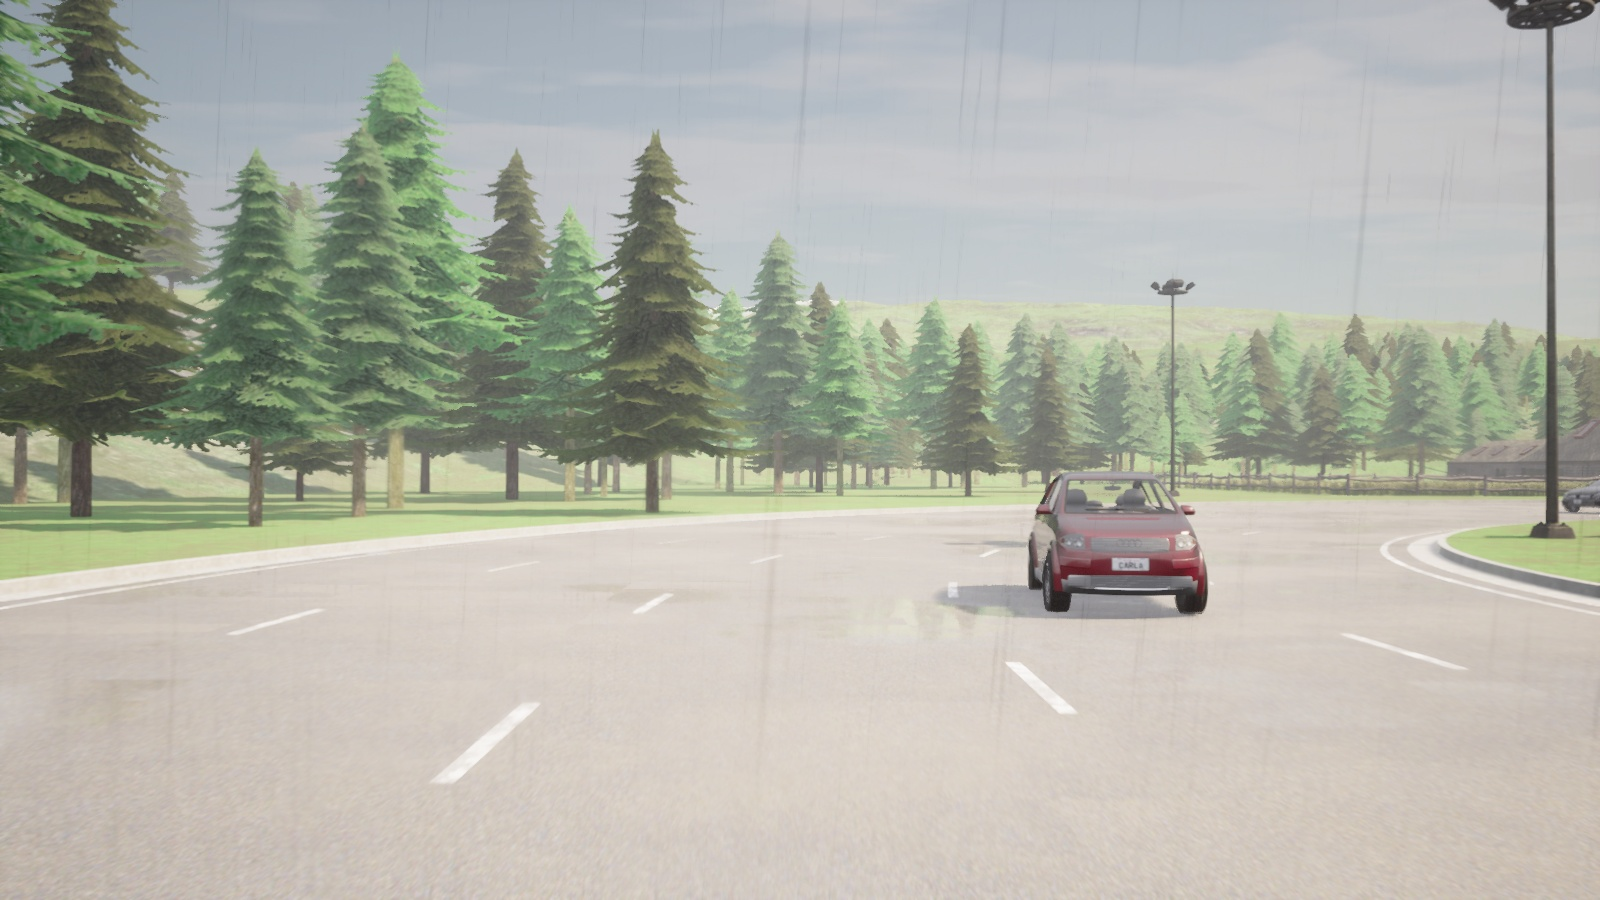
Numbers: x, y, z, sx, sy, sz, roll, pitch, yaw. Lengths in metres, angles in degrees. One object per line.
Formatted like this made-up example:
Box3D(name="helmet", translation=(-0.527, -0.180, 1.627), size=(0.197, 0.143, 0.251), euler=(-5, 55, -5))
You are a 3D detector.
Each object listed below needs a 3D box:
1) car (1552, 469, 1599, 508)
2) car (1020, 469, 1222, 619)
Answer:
Box3D(name="car", translation=(31.294, 1.450, 48.062), size=(4.674, 1.442, 1.812), euler=(0, -1, -21))
Box3D(name="car", translation=(3.661, 1.005, 14.921), size=(1.789, 1.549, 3.705), euler=(0, -1, 6))
